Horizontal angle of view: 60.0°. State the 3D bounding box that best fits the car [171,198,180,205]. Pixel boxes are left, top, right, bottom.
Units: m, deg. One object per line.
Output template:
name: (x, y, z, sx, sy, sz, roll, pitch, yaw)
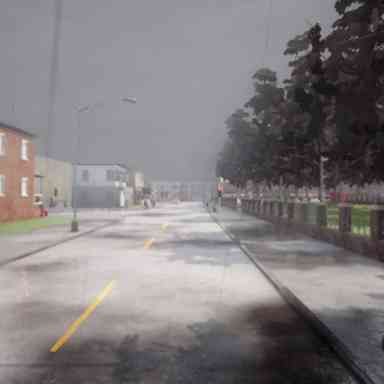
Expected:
car: (-4.018, 2.333, 81.578, 2.097, 1.767, 4.553, 0, -1, 0)
